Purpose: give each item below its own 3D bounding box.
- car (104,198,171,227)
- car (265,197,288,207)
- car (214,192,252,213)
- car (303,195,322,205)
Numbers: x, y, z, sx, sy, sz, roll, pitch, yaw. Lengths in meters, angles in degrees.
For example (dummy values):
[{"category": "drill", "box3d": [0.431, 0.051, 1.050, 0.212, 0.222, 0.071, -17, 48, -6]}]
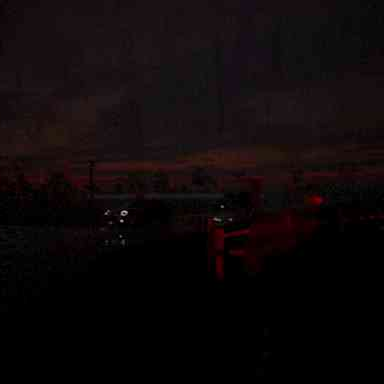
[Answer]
[{"category": "car", "box3d": [-3.484, 1.245, 21.662, 2.097, 1.767, 4.553, -1, 0, 38]}, {"category": "car", "box3d": [11.585, 1.317, 45.502, 1.895, 1.301, 4.718, -1, 0, 33]}, {"category": "car", "box3d": [4.283, 1.018, 33.868, 2.150, 2.045, 5.566, -1, 0, 31]}, {"category": "car", "box3d": [18.277, 1.116, 50.359, 1.882, 1.535, 5.008, -1, -1, 34]}]
